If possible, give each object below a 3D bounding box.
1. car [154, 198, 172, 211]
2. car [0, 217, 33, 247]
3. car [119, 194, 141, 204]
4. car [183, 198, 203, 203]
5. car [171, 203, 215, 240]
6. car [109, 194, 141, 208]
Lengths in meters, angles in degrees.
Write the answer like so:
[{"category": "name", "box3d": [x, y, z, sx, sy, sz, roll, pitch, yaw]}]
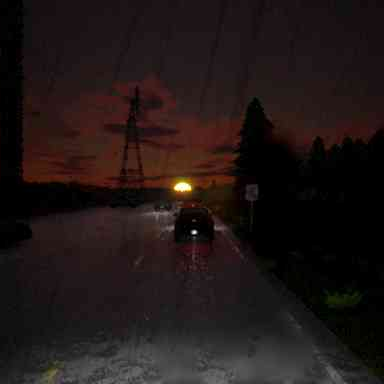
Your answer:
[{"category": "car", "box3d": [-3.499, 1.511, 40.891, 2.128, 1.511, 4.902, 0, 0, 0]}, {"category": "car", "box3d": [-9.057, 1.554, 14.008, 4.181, 1.381, 1.994, 0, 0, -1]}, {"category": "car", "box3d": [-11.896, 1.373, 63.863, 3.866, 1.878, 1.905, 0, 0, -31]}, {"category": "car", "box3d": [0.101, 1.360, 34.805, 2.097, 1.767, 4.553, 0, 0, 0]}, {"category": "car", "box3d": [0.101, 1.509, 16.986, 1.837, 1.490, 4.892, 0, 0, 0]}, {"category": "car", "box3d": [-9.541, 1.495, 47.017, 3.988, 1.617, 1.851, 0, 0, -1]}]
